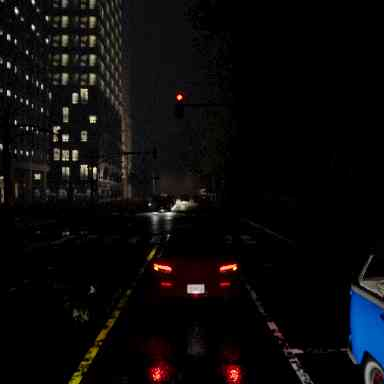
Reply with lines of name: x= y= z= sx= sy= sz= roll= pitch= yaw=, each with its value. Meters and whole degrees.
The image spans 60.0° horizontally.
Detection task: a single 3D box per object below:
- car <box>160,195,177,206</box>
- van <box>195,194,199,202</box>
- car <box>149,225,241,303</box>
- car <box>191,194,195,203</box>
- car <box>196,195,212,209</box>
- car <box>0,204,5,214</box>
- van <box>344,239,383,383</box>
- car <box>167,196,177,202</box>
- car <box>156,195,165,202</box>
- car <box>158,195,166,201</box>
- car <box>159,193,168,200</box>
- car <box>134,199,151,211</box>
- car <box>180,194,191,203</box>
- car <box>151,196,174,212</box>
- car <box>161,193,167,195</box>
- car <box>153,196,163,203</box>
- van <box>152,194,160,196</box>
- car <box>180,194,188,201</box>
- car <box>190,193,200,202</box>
car: x=-3.608 y=1.547 z=49.042 sx=1.994 sy=1.385 sz=4.181 roll=0 pitch=0 yaw=-1
van: x=1.731 y=1.322 z=51.259 sx=1.690 sy=1.788 sz=3.998 roll=0 pitch=0 yaw=-2
car: x=0.051 y=1.525 z=8.106 sx=1.812 sy=1.442 sz=4.674 roll=0 pitch=0 yaw=0
car: x=1.162 y=1.493 z=68.053 sx=1.752 sy=1.417 sz=4.829 roll=0 pitch=0 yaw=-2
car: x=1.883 y=1.510 z=45.887 sx=1.752 sy=1.417 sz=4.829 roll=0 pitch=0 yaw=-2
car: x=-18.230 y=1.377 z=28.530 sx=4.206 sy=1.307 sz=1.802 roll=1 pitch=0 yaw=3
van: x=2.557 y=1.341 z=2.172 sx=1.690 sy=1.788 sz=3.998 roll=0 pitch=0 yaw=0
car: x=-4.364 y=1.503 z=73.263 sx=1.994 sy=1.385 sz=4.181 roll=0 pitch=0 yaw=-2
car: x=-7.303 y=1.502 z=78.594 sx=1.887 sy=1.381 sz=4.507 roll=0 pitch=0 yaw=-2
car: x=-7.557 y=1.533 z=84.138 sx=1.802 sy=1.307 sz=4.206 roll=0 pitch=0 yaw=-3
car: x=-8.107 y=1.252 z=95.219 sx=2.192 sy=1.841 sz=5.009 roll=0 pitch=0 yaw=-3
car: x=-5.846 y=1.539 z=39.794 sx=2.008 sy=1.369 sz=4.403 roll=0 pitch=0 yaw=-1
car: x=-1.505 y=1.552 z=70.641 sx=1.895 sy=1.301 sz=4.718 roll=0 pitch=0 yaw=-2
car: x=-3.355 y=1.494 z=38.779 sx=1.837 sy=1.490 sz=4.892 roll=0 pitch=0 yaw=-1
car: x=-3.916 y=1.327 z=59.105 sx=2.097 sy=1.767 sz=4.553 roll=0 pitch=0 yaw=-2
car: x=-6.849 y=1.513 z=67.508 sx=1.887 sy=1.381 sz=4.507 roll=0 pitch=0 yaw=-2
van: x=-6.646 y=1.314 z=61.965 sx=1.690 sy=1.788 sz=3.998 roll=0 pitch=0 yaw=-2
car: x=-1.927 y=1.265 z=80.616 sx=1.882 sy=1.535 sz=5.008 roll=0 pitch=0 yaw=-3
car: x=0.713 y=1.271 z=78.971 sx=2.192 sy=1.841 sz=5.009 roll=0 pitch=0 yaw=-3
